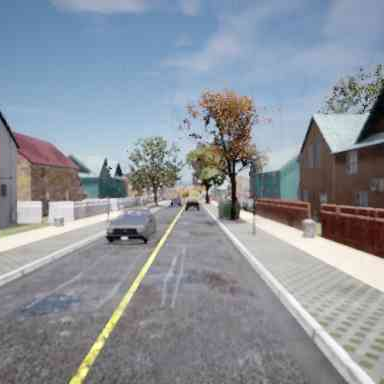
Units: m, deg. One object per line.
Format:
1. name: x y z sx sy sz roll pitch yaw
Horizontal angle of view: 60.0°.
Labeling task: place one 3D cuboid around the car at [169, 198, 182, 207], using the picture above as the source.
1. car: -2.775 1.802 57.927 1.812 1.442 4.674 0 -1 1

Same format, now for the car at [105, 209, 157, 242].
1. car: -2.843 1.573 16.703 2.033 1.411 5.357 0 0 0

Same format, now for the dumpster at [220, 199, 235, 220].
1. dumpster: 3.046 1.469 28.478 1.020 1.700 1.940 2 1 0

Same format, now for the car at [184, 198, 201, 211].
1. car: 0.083 1.666 43.977 1.837 1.490 4.892 0 -2 0

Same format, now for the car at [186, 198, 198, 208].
1. car: 0.024 1.732 55.420 1.882 1.535 5.008 0 -1 0

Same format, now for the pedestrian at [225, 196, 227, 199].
1. pedestrian: 3.022 1.221 29.499 0.375 1.860 0.375 -2 1 -1
